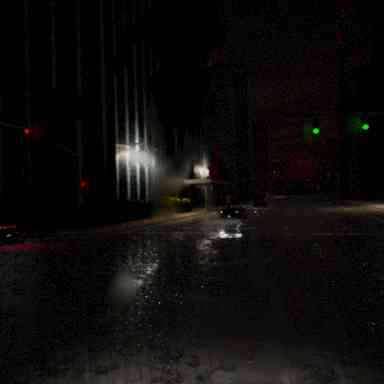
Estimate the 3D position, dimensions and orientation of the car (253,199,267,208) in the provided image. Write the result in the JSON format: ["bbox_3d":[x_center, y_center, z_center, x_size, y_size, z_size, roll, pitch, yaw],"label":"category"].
[{"bbox_3d":[11.711,1.971,57.124,1.994,1.385,4.181,-2,-1,17],"label":"car"}]

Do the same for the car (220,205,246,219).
[{"bbox_3d":[4.061,1.931,32.722,1.895,1.301,4.718,-2,-1,17],"label":"car"}]

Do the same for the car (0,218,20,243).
[{"bbox_3d":[-11.485,2.072,17.710,4.902,1.511,2.128,-2,0,21],"label":"car"}]
